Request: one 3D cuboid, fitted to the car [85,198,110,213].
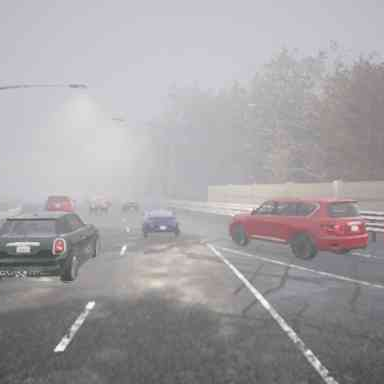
[{"bbox_3d":[-10.821,1.647,37.881,1.895,1.301,4.718,0,0,-21],"label":"car"}]

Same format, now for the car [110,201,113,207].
[{"bbox_3d":[-14.230,1.666,53.279,1.895,1.301,4.718,0,0,-28],"label":"car"}]

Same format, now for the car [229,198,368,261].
[{"bbox_3d":[3.738,1.230,12.726,2.150,2.045,5.566,0,0,-31],"label":"car"}]

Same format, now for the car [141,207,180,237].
[{"bbox_3d":[-1.781,1.545,18.192,1.812,1.442,4.674,0,0,-10],"label":"car"}]

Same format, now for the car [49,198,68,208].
[{"bbox_3d":[-19.996,1.614,49.569,2.033,1.411,5.357,0,0,-28],"label":"car"}]

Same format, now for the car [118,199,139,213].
[{"bbox_3d":[-7.352,1.549,38.510,1.837,1.490,4.892,0,0,-20],"label":"car"}]

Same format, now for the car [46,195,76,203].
[{"bbox_3d":[-11.537,1.261,29.208,2.150,2.045,5.566,0,0,-17],"label":"car"}]

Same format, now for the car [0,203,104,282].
[{"bbox_3d":[-4.138,1.366,9.879,2.097,1.767,4.553,0,0,-6],"label":"car"}]
